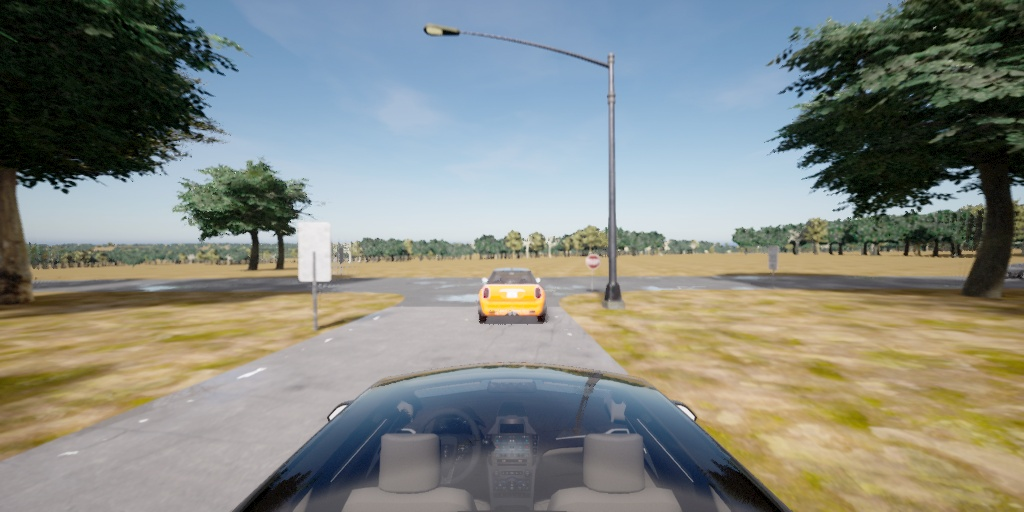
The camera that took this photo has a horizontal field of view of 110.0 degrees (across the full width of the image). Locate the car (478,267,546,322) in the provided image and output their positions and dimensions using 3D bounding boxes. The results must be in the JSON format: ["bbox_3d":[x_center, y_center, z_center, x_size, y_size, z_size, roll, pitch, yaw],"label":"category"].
[{"bbox_3d":[-0.024,1.183,12.813,2.097,1.767,4.553,0,0,-1],"label":"car"}]

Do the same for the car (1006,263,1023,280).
[{"bbox_3d":[47.318,1.374,33.049,4.892,1.490,1.837,0,2,-4],"label":"car"}]
